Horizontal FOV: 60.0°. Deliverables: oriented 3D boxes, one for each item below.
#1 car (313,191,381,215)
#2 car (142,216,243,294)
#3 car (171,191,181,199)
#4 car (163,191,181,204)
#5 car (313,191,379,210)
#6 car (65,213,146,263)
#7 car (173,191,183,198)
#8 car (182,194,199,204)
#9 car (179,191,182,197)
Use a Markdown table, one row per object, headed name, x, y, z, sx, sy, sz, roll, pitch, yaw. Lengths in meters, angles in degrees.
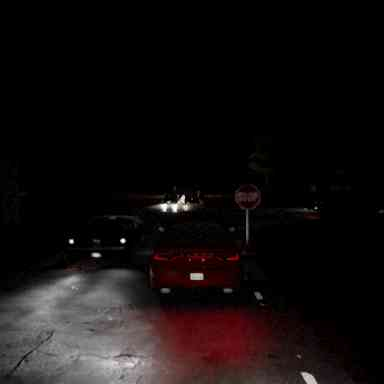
| name | x | y | z | sx | sy | sz | roll | pitch | yaw |
| --- | --- | --- | --- | --- | --- | --- | --- | --- | --- |
| car | 11.679 | 0.886 | 25.108 | 4.892 | 1.490 | 1.837 | -1 | 0 | -6 |
| car | 0.121 | 1.354 | 8.518 | 1.882 | 1.535 | 5.008 | 0 | 1 | 1 |
| car | -3.103 | 0.591 | 66.251 | 1.882 | 1.535 | 5.008 | 0 | 1 | 0 |
| car | -3.026 | 0.947 | 47.648 | 1.895 | 1.301 | 4.718 | 0 | 1 | -1 |
| car | 13.269 | 0.722 | 28.868 | 4.892 | 1.490 | 1.837 | -1 | 2 | 0 |
| car | -2.711 | 1.434 | 11.528 | 1.895 | 1.301 | 4.718 | 0 | 1 | -1 |
| car | -3.177 | 0.551 | 76.089 | 1.994 | 1.385 | 4.181 | 0 | 1 | 0 |
| car | -0.052 | 0.909 | 47.642 | 1.994 | 1.385 | 4.181 | 0 | 1 | -1 |
| car | -3.072 | 0.583 | 56.629 | 2.097 | 1.767 | 4.553 | 0 | 1 | 0 |
